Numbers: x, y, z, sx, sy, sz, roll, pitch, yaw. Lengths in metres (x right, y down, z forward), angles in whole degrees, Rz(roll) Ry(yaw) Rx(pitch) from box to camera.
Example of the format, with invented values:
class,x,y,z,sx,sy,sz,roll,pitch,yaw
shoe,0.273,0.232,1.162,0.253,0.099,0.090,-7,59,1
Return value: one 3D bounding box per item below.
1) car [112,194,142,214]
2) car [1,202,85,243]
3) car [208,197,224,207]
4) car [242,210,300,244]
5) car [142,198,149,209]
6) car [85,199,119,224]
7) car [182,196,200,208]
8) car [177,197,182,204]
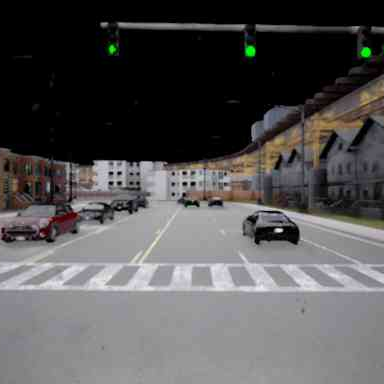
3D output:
class,x,y,z,sx,sy,sz,roll,pitch,yaw
car,-7.017,1.195,35.081,2.150,2.045,5.566,0,0,0
car,-7.093,1.340,16.048,2.097,1.767,4.553,0,0,0
car,3.448,1.441,49.072,1.882,1.535,5.008,0,0,-3
car,3.592,1.552,15.753,1.994,1.385,4.181,0,0,0
car,-7.024,1.513,45.588,2.033,1.411,5.357,0,0,0
car,-7.065,1.507,24.847,1.812,1.442,4.674,0,0,0
car,-0.041,1.316,48.182,2.097,1.767,4.553,0,0,-3
car,-1.208,1.503,58.302,2.033,1.411,5.357,0,0,-17
